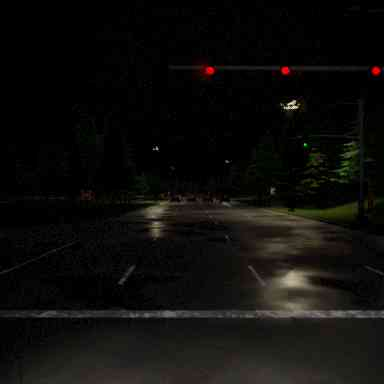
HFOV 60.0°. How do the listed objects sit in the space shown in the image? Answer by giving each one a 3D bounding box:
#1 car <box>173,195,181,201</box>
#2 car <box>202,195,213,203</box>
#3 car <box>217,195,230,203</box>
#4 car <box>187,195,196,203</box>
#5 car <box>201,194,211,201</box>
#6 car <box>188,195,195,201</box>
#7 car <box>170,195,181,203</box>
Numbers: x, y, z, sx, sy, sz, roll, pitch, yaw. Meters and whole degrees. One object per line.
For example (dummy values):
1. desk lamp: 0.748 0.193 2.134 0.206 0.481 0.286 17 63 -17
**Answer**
1. car: -3.592 1.356 80.774 1.812 1.442 4.674 0 0 0
2. car: 3.420 1.545 70.779 1.994 1.385 4.181 0 0 0
3. car: 6.919 1.545 70.783 1.994 1.385 4.181 0 0 0
4. car: -0.080 1.531 70.358 2.033 1.411 5.357 0 0 0
5. car: 3.408 1.357 80.782 2.128 1.511 4.902 0 0 0
6. car: -0.092 1.356 80.778 1.812 1.442 4.674 0 0 0
7. car: -3.580 1.516 70.771 1.812 1.442 4.674 0 0 0
